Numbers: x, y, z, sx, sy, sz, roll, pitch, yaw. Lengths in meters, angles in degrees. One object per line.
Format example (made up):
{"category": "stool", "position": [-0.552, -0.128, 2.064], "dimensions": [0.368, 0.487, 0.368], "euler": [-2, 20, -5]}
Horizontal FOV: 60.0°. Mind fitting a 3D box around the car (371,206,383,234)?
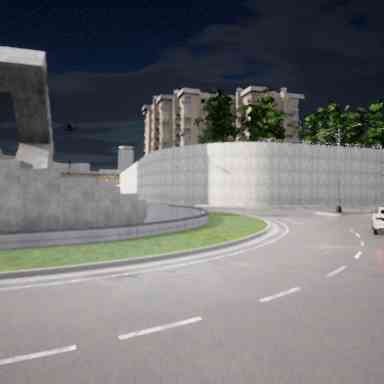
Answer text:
{"category": "car", "position": [11.084, 1.513, 18.512], "dimensions": [1.812, 1.442, 4.674], "euler": [1, 0, 28]}
